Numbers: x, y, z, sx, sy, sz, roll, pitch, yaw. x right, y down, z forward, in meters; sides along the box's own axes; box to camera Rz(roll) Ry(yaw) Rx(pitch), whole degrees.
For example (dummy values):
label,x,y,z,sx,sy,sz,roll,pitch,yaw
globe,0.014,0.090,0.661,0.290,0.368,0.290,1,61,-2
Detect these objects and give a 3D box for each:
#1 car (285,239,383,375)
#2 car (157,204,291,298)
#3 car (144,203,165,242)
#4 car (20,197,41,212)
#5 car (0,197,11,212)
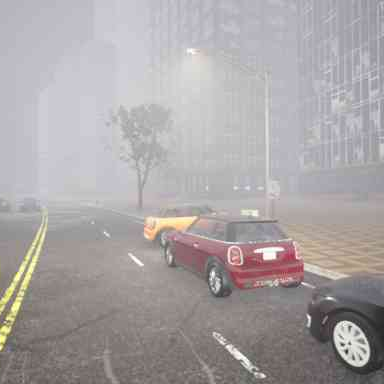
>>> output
label,x,y,z,sx,sy,sz,roll,pitch,yaw
car,3.584,1.506,3.473,1.837,1.490,4.892,0,0,-36
car,0.812,1.357,8.925,2.097,1.767,4.553,0,0,-23
car,0.218,1.281,14.649,4.553,1.767,2.097,-3,1,-18
car,-19.109,1.403,39.331,2.097,1.767,4.553,0,0,-24
car,-22.069,1.400,37.989,2.097,1.767,4.553,0,0,-24
